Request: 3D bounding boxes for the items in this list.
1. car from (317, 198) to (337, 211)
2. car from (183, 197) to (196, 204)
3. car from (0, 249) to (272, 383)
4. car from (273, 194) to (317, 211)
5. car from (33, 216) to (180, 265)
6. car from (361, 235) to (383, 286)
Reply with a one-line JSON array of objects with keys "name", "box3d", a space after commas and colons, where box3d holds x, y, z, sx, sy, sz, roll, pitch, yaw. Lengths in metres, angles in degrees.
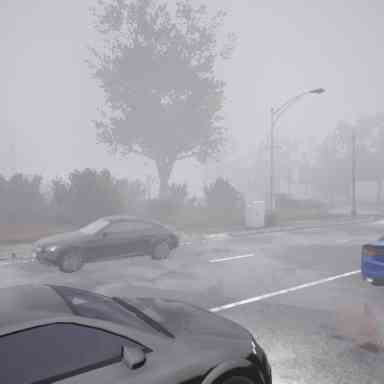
[{"name": "car", "box3d": [15.574, 1.491, 41.348, 2.128, 1.511, 4.902, 0, 0, -33]}, {"name": "car", "box3d": [-1.119, 1.529, 60.522, 1.895, 1.301, 4.718, 0, 0, -34]}, {"name": "car", "box3d": [-1.251, 1.564, 2.856, 4.181, 1.385, 1.994, 0, 0, -36]}, {"name": "car", "box3d": [11.913, 1.220, 40.583, 2.150, 2.045, 5.566, 0, 0, -33]}, {"name": "car", "box3d": [-2.563, 1.526, 10.769, 4.674, 1.442, 1.812, 0, 0, -36]}, {"name": "car", "box3d": [6.126, 1.478, 8.155, 5.008, 1.535, 1.882, 0, 0, -36]}]
